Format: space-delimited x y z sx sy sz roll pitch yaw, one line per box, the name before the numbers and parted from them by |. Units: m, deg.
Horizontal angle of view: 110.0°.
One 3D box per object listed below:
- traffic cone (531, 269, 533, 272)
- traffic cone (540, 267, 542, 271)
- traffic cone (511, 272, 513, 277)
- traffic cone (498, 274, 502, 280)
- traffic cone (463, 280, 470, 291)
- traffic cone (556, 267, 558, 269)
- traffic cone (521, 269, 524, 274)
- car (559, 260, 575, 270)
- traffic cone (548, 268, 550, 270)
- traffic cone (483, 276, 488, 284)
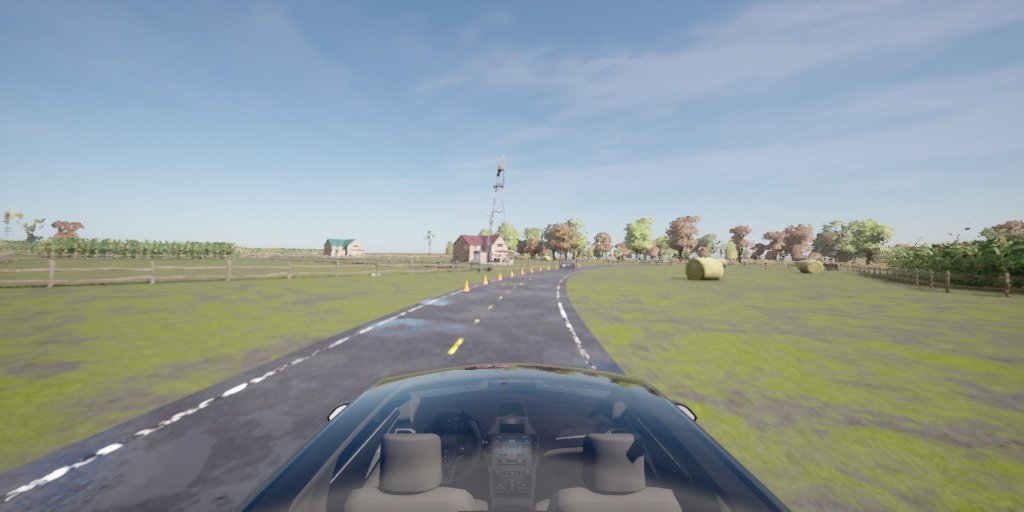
traffic cone | 2.541 1.783 45.648 0.340 0.580 0.340 0 0 16
traffic cone | 4.048 1.807 50.498 0.340 0.580 0.340 0 0 18
traffic cone | -0.002 1.749 35.815 0.340 0.580 0.340 0 0 13
traffic cone | -1.037 1.736 30.843 0.340 0.580 0.340 0 0 11
traffic cone | -2.630 1.712 20.812 0.340 0.580 0.340 0 0 7
traffic cone | 7.520 1.869 60.043 0.340 0.580 0.340 0 0 22
traffic cone | 1.191 1.764 40.752 0.340 0.580 0.340 0 0 15
car | 8.718 1.390 56.683 2.128 1.511 4.902 0 0 21
traffic cone | 5.708 1.836 55.299 0.340 0.580 0.340 0 0 20
traffic cone | -1.914 1.723 25.840 0.340 0.580 0.340 0 0 9
